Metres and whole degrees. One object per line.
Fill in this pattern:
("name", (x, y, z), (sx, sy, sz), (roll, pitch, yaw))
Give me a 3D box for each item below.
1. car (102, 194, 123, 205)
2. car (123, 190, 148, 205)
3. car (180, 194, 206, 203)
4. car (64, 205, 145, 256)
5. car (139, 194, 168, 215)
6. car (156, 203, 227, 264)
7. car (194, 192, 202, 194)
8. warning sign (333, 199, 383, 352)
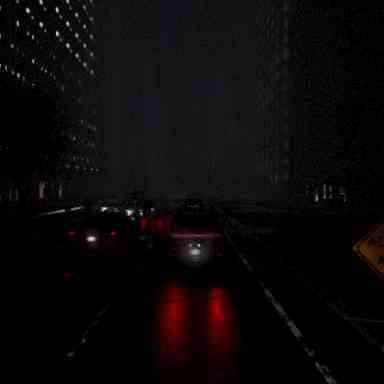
("car", (-9.825, 1.044, 41.503), (1.812, 1.442, 4.674), (0, 0, 0))
("car", (-6.576, 0.741, 41.317), (2.150, 2.045, 5.566), (0, 1, 0))
("car", (0.099, 1.187, 27.478), (1.837, 1.490, 4.892), (0, 1, 0))
("car", (-3.156, 1.419, 12.455), (1.994, 1.385, 4.181), (0, 1, 0))
("car", (-3.148, 1.190, 28.896), (1.812, 1.442, 4.674), (0, 1, 0))
("car", (0.091, 1.360, 11.272), (2.128, 1.511, 4.902), (0, 1, 0))
("car", (1.158, 0.688, 70.675), (1.837, 1.490, 4.892), (0, 1, 0))
("warning sign", (2.867, 1.060, 4.649), (1.300, 1.860, 1.060), (1, 2, 0))
